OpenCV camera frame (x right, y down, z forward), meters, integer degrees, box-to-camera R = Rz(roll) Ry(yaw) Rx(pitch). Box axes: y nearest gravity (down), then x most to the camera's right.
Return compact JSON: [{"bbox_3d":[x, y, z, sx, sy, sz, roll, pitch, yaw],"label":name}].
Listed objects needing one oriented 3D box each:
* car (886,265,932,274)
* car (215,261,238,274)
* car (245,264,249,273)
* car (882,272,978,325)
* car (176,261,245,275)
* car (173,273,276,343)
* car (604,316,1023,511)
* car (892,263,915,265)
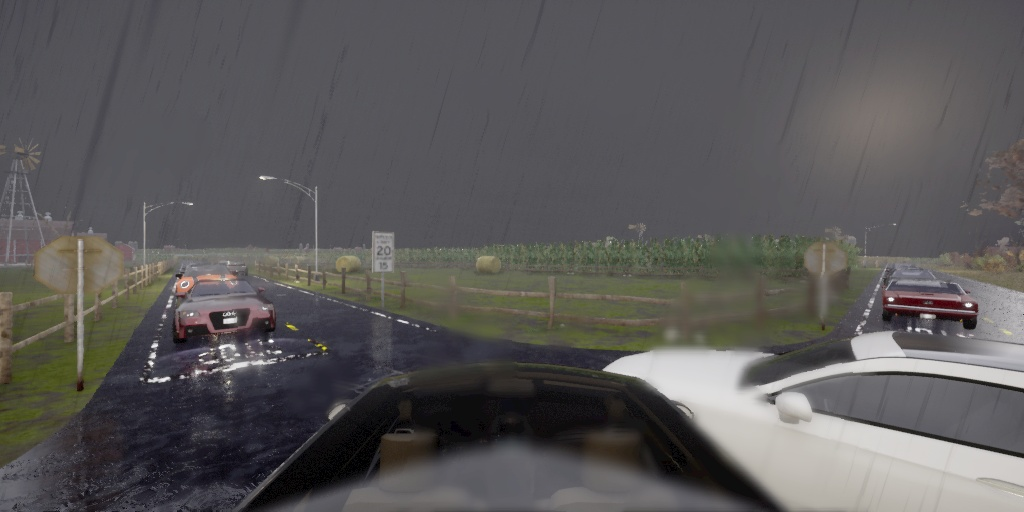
[{"bbox_3d":[20.399,1.365,18.333,5.357,1.411,2.033,0,1,-43],"label":"car"},{"bbox_3d":[-34.172,1.331,42.867,1.837,1.490,4.892,0,0,-42],"label":"car"},{"bbox_3d":[-27.369,1.305,35.483,2.128,1.511,4.902,0,0,-42],"label":"car"},{"bbox_3d":[13.394,1.399,11.692,4.718,1.301,1.895,0,1,-44],"label":"car"},{"bbox_3d":[-13.894,1.150,16.401,2.097,1.767,4.553,0,0,-42],"label":"car"},{"bbox_3d":[-8.047,1.360,9.981,1.994,1.385,4.181,0,0,-43],"label":"car"},{"bbox_3d":[2.815,1.293,2.513,1.812,1.442,4.674,0,1,-45],"label":"car"},{"bbox_3d":[27.084,1.405,24.662,4.181,1.385,1.994,0,1,-43],"label":"car"}]
